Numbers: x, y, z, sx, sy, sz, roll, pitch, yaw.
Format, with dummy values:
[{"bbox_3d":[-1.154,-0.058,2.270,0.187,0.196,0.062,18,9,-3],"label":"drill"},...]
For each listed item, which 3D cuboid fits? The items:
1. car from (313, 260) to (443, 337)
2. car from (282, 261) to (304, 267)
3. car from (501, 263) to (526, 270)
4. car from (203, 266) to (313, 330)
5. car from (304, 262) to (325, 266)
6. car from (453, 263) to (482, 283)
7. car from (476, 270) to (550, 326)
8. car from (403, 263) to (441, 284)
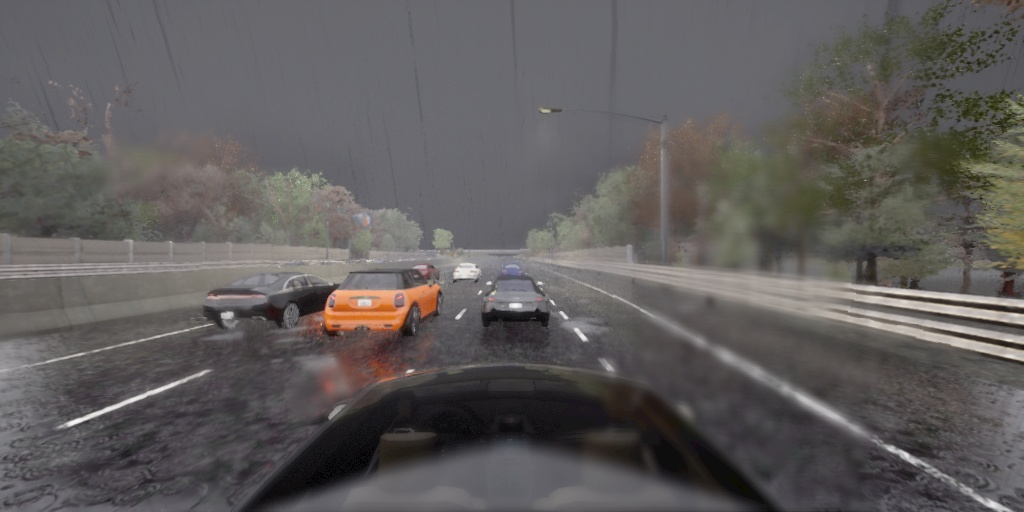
[{"bbox_3d":[-3.405,1.104,10.409,2.097,1.767,4.553,0,0,0],"label":"car"},{"bbox_3d":[-28.089,1.352,46.804,1.994,1.385,4.181,0,0,0],"label":"car"},{"bbox_3d":[0.087,1.289,28.062,1.812,1.442,4.674,0,0,0],"label":"car"},{"bbox_3d":[-6.905,1.244,11.155,2.128,1.511,4.902,0,0,0],"label":"car"},{"bbox_3d":[-24.598,1.388,46.934,1.895,1.301,4.718,0,0,0],"label":"car"},{"bbox_3d":[-3.427,1.290,28.092,1.812,1.442,4.674,0,0,0],"label":"car"},{"bbox_3d":[0.096,1.316,11.733,1.994,1.385,4.181,0,0,0],"label":"car"},{"bbox_3d":[-6.913,1.290,28.063,1.812,1.442,4.674,0,0,0],"label":"car"}]
